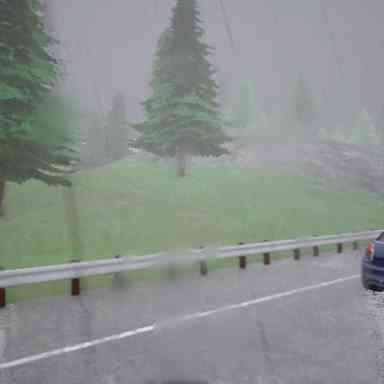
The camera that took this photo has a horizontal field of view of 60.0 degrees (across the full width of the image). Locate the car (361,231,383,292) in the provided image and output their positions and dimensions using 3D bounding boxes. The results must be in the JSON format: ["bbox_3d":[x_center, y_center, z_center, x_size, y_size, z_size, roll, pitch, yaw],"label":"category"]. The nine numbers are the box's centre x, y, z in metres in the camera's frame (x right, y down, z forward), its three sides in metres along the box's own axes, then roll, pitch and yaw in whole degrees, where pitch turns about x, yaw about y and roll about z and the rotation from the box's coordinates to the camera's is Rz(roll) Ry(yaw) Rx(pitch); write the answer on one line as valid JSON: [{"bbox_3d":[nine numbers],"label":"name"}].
[{"bbox_3d":[6.008,1.387,7.733,4.553,1.767,2.097,0,0,-34],"label":"car"}]
